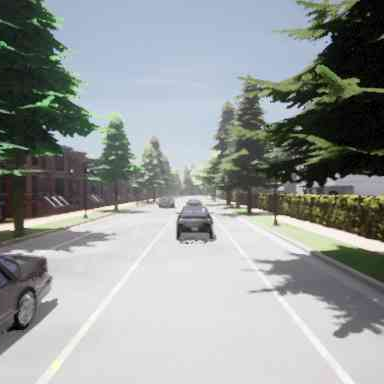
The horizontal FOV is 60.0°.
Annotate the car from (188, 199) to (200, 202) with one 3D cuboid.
[{"bbox_3d":[0.208,1.529,37.344,1.812,1.442,4.674,0,0,0],"label":"car"}]

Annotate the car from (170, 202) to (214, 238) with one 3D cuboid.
[{"bbox_3d":[0.141,1.492,17.722,2.128,1.511,4.902,0,0,0],"label":"car"}]

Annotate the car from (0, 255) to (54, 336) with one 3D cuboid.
[{"bbox_3d":[-3.592,1.544,4.114,2.033,1.411,5.357,0,0,0],"label":"car"}]

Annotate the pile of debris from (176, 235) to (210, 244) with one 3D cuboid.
[{"bbox_3d":[0.041,2.177,15.291,1.500,0.140,1.860,0,0,0],"label":"pile of debris"}]

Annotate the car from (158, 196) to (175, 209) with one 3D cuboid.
[{"bbox_3d":[-3.447,1.353,45.931,2.097,1.767,4.553,0,0,0],"label":"car"}]
